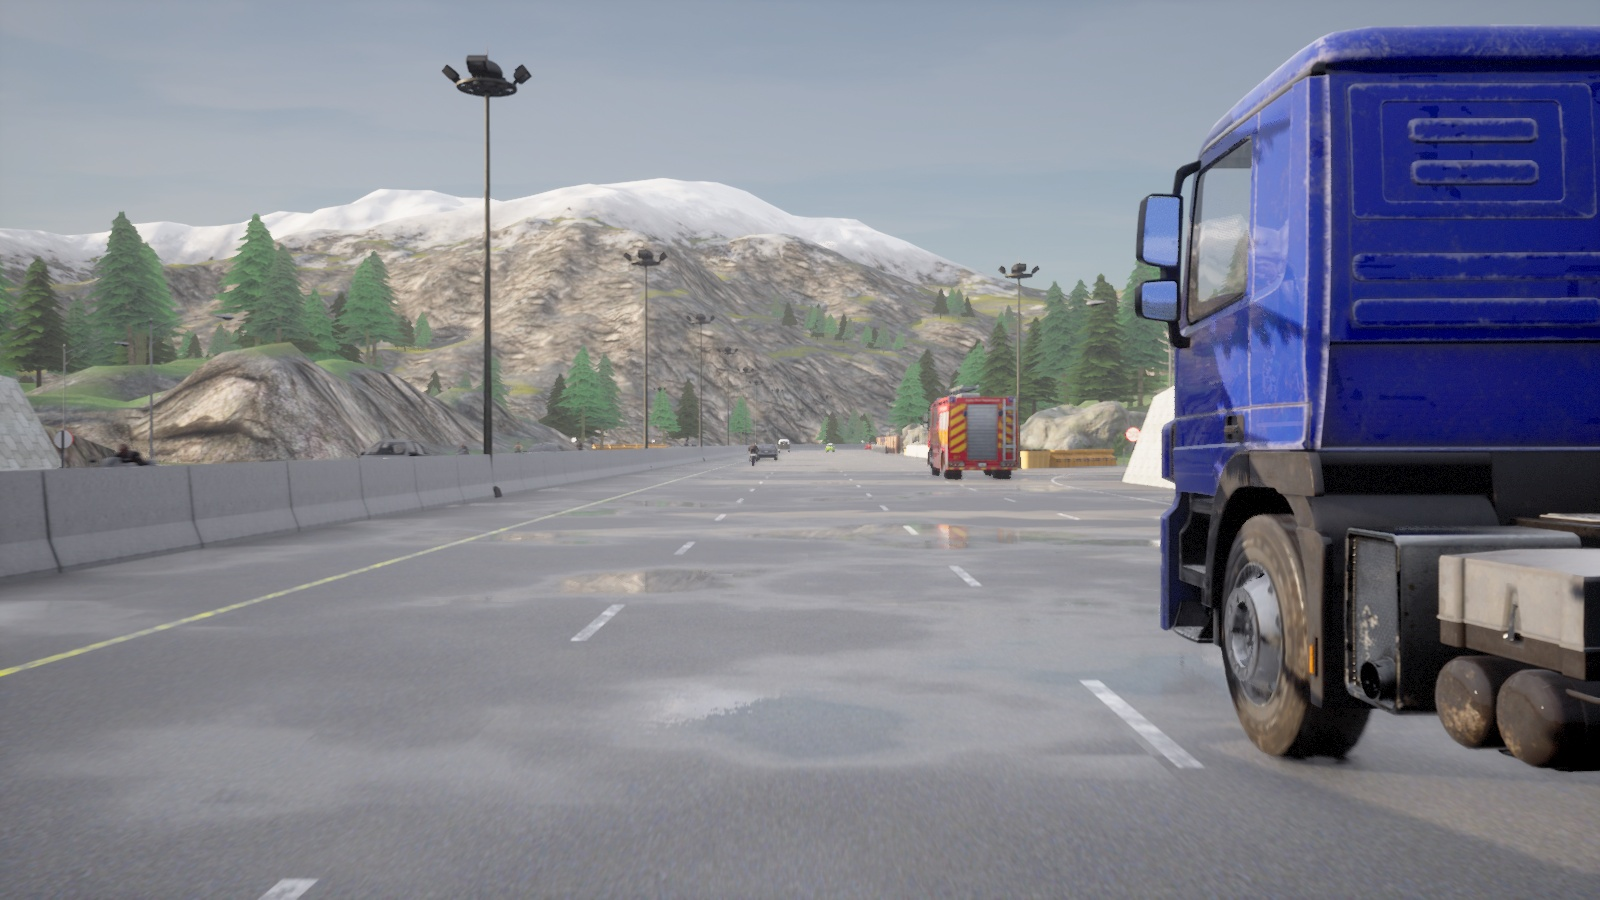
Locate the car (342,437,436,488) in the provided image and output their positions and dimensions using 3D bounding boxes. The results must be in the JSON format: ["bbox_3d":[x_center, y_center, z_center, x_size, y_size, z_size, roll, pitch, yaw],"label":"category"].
[{"bbox_3d":[-13.745,0.396,42.215,1.851,1.617,3.988,0,0,0],"label":"car"}]

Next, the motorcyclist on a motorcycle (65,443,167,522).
[{"bbox_3d":[-13.840,0.627,25.480,0.866,1.530,2.191,0,0,0],"label":"motorcyclist on a motorcycle"}]

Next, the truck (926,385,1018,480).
[{"bbox_3d":[7.328,-0.721,54.743,2.891,3.827,8.468,0,0,0],"label":"truck"}]

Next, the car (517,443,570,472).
[{"bbox_3d":[-13.605,0.365,66.836,1.837,1.490,4.892,0,0,0],"label":"car"}]

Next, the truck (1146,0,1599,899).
[{"bbox_3d":[3.537,-0.253,3.692,2.891,3.462,7.936,0,0,0],"label":"truck"}]
